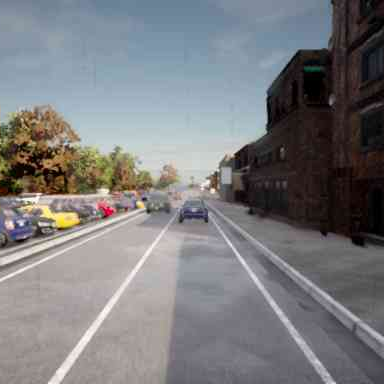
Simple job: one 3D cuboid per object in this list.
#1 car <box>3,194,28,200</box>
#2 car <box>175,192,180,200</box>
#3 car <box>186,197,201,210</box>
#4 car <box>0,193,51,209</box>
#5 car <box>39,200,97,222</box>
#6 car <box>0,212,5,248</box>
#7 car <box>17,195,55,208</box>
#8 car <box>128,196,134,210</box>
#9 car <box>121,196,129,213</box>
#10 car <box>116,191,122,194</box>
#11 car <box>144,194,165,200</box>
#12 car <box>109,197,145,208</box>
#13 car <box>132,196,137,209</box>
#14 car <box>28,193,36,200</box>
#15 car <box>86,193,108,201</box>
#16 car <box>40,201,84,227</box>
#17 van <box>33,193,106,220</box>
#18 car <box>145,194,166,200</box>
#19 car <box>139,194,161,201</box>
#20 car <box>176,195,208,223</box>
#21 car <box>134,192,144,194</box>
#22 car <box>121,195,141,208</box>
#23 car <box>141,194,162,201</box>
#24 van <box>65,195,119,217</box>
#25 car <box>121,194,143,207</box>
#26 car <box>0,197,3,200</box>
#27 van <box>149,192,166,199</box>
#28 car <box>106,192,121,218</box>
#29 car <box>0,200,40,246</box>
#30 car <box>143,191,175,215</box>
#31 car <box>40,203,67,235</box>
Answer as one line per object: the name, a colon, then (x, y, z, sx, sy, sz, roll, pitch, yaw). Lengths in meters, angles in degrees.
car: (-22.385, 1.347, 39.152, 4.553, 1.767, 2.185, 0, 0, 0)
car: (-3.153, 1.272, 75.515, 1.882, 1.535, 5.008, 0, 0, 0)
car: (0.151, 1.439, 42.935, 1.837, 1.490, 4.892, 0, 0, 0)
car: (-22.355, 1.212, 44.847, 5.566, 2.045, 2.435, 0, 0, 0)
car: (-9.347, 1.501, 22.516, 4.892, 1.521, 2.231, 0, 0, 0)
car: (-9.409, 1.552, 11.383, 4.674, 1.452, 2.002, 0, 0, 0)
car: (-22.282, 1.333, 47.633, 4.553, 1.767, 2.185, 0, 0, 0)
car: (-9.258, 1.508, 36.433, 4.792, 1.488, 2.163, 0, 0, 0)
car: (-9.294, 1.484, 33.649, 4.892, 1.521, 2.231, 0, 0, 0)
car: (-21.736, 1.198, 87.638, 4.792, 1.488, 2.163, 0, 0, 0)
car: (-9.224, 1.189, 82.062, 5.008, 1.535, 2.097, 0, 0, 0)
car: (-9.250, 1.501, 47.424, 4.674, 1.452, 2.002, -1, 0, 1)
car: (-9.276, 1.514, 39.216, 4.674, 1.452, 2.002, 0, 0, 0)
car: (-22.372, 1.342, 41.937, 4.553, 1.767, 2.185, 0, 0, 0)
car: (-21.819, 1.081, 76.468, 4.553, 1.767, 2.185, 0, 0, 0)
car: (-9.552, 1.500, 19.734, 5.366, 1.575, 1.946, 0, 0, 0)
van: (-9.223, 1.270, 25.299, 4.442, 1.987, 1.878, 0, 0, 0)
car: (-9.214, 1.180, 84.887, 5.008, 1.535, 2.097, 0, 0, 0)
car: (-9.295, 1.259, 73.585, 4.674, 1.452, 2.002, 0, 0, 0)
car: (0.129, 1.325, 25.689, 2.097, 1.767, 4.553, 0, 0, 0)
car: (-9.343, 1.258, 70.758, 4.792, 1.488, 2.163, 0, 0, 0)
car: (-9.290, 1.499, 41.999, 4.792, 1.488, 2.163, 0, 0, 0)
car: (-9.274, 1.249, 76.410, 4.674, 1.452, 2.002, 0, 0, 0)
van: (-9.198, 1.261, 30.741, 4.442, 1.987, 1.878, 0, 0, 0)
car: (-9.062, 1.462, 44.781, 5.366, 1.575, 1.946, 0, 0, 0)
car: (-22.349, 1.355, 33.707, 4.553, 1.767, 2.185, 0, 0, 0)
van: (-9.283, 0.934, 90.538, 4.442, 1.987, 1.878, 0, 0, 0)
car: (-9.298, 1.240, 28.082, 5.566, 2.045, 2.435, 0, 0, 0)
car: (-9.362, 1.385, 14.165, 4.553, 1.767, 2.185, 0, 0, 0)
car: (-3.305, 1.175, 34.217, 2.150, 2.045, 5.566, 0, 0, 0)
car: (-9.386, 1.508, 16.950, 4.892, 1.521, 2.231, 0, 0, 0)
